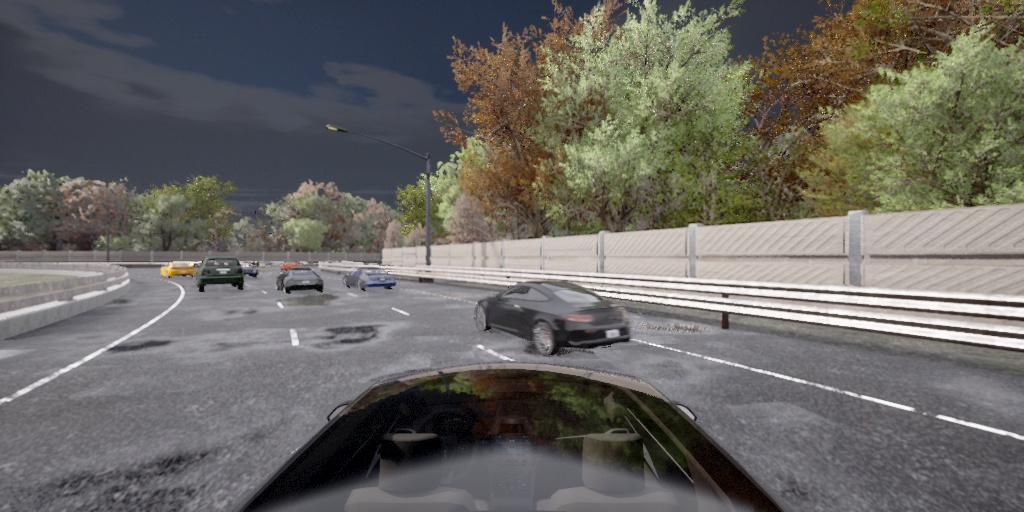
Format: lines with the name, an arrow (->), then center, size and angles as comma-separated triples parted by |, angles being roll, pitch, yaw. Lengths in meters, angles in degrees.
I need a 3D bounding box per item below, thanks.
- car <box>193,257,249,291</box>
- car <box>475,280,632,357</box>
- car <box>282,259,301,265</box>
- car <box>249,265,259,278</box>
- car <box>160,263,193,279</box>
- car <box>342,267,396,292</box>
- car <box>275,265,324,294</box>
car -> -18.848, 1.085, 23.085 | 2.150, 2.045, 5.566 | 0, 0, -43
car -> 0.728, 1.315, 8.758 | 1.812, 1.442, 4.674 | 0, 0, -31
car -> -32.525, 1.378, 52.993 | 2.097, 1.767, 4.553 | 0, 0, -24
car -> -26.541, 1.528, 34.974 | 4.718, 1.301, 1.895 | 0, 0, 39
car -> -33.652, 1.408, 36.010 | 5.008, 1.535, 1.882 | 0, 0, 37
car -> -9.121, 1.412, 22.696 | 2.033, 1.411, 5.357 | 0, 0, -40
car -> -12.743, 1.420, 21.444 | 1.994, 1.385, 4.181 | 0, 0, -40
